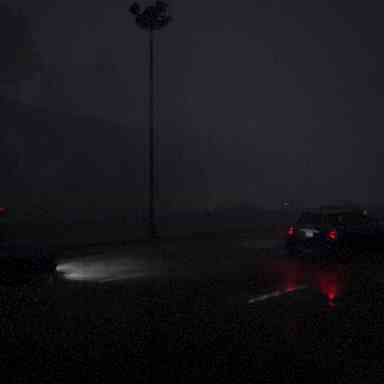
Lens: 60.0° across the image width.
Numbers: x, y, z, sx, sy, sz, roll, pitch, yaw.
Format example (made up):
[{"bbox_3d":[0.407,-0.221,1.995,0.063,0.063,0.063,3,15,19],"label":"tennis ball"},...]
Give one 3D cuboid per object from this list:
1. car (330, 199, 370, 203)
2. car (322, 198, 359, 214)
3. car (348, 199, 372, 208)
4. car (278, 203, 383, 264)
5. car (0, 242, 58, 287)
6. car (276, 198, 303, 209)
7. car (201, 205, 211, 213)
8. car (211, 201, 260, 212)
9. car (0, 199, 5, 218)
[{"bbox_3d":[8.972,1.491,19.385,4.553,1.767,2.097,0,-1,-37],"label":"car"},{"bbox_3d":[17.577,1.632,39.363,4.553,1.767,2.097,0,-1,-37],"label":"car"},{"bbox_3d":[28.539,1.918,56.395,4.674,1.442,1.812,0,0,-37],"label":"car"},{"bbox_3d":[5.621,1.443,12.438,4.553,1.767,2.097,0,-1,-37],"label":"car"},{"bbox_3d":[-6.157,1.633,7.877,5.357,1.411,2.033,0,-1,-37],"label":"car"},{"bbox_3d":[14.832,1.733,50.453,4.553,1.767,2.097,0,-1,-37],"label":"car"},{"bbox_3d":[3.300,1.782,37.302,5.008,1.535,1.882,1,-1,-37],"label":"car"},{"bbox_3d":[4.760,1.751,34.020,5.008,1.535,1.882,0,-1,-37],"label":"car"},{"bbox_3d":[-17.646,1.491,25.774,5.566,2.045,2.150,0,-1,-37],"label":"car"}]
